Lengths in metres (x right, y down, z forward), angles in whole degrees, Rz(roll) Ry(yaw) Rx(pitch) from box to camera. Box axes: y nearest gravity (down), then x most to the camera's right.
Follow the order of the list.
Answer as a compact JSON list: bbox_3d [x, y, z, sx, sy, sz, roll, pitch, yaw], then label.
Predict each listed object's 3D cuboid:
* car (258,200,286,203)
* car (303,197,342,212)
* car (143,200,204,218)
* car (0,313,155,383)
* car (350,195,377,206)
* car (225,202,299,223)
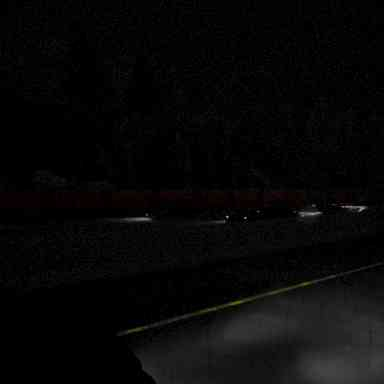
[{"bbox_3d":[5.920,1.374,25.394,4.892,1.490,1.837,0,0,-35],"label":"car"},{"bbox_3d":[13.836,1.292,35.144,4.892,1.490,1.837,0,0,-34],"label":"car"},{"bbox_3d":[-1.524,1.442,28.701,5.357,1.411,2.033,0,0,-35],"label":"car"},{"bbox_3d":[-2.523,1.608,1.943,4.718,1.301,1.895,0,0,-36],"label":"car"},{"bbox_3d":[23.893,1.213,46.152,4.674,1.442,1.812,-1,0,-34],"label":"car"},{"bbox_3d":[4.211,1.499,19.893,4.718,1.301,1.895,0,0,-35],"label":"car"}]
